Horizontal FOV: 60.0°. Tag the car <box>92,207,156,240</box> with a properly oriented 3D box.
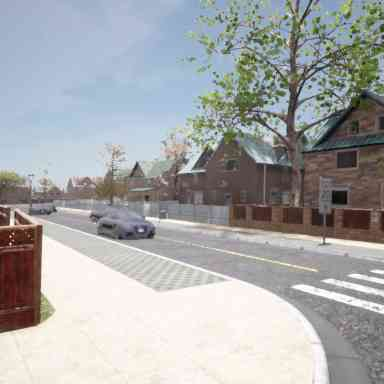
[{"bbox_3d":[-3.646,1.748,18.166,1.994,1.385,4.181,2,-2,-34],"label":"car"}]

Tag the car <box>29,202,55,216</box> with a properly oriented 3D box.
[{"bbox_3d":[-18.074,2.049,39.530,1.994,1.385,4.181,2,-2,-34],"label":"car"}]

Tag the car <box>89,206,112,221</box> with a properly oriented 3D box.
[{"bbox_3d":[-7.557,1.948,29.178,1.994,1.385,4.181,2,-2,-34],"label":"car"}]
